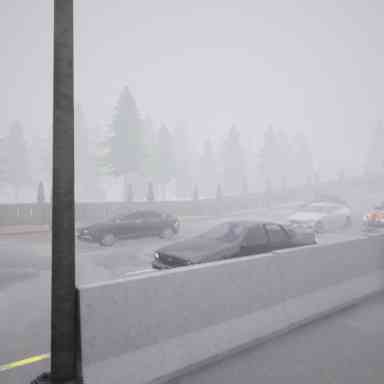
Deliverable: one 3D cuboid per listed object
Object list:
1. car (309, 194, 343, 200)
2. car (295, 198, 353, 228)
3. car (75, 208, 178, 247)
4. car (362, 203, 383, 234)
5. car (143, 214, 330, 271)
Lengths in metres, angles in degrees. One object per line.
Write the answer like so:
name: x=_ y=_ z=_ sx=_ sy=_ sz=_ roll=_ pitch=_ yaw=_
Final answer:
car: x=9.731 y=0.982 z=24.736 sx=4.902 sy=1.511 sz=2.128 roll=-5 pitch=3 yaw=-37
car: x=7.043 y=1.339 z=18.248 sx=4.674 sy=1.442 sz=1.812 roll=-3 pitch=2 yaw=-37
car: x=-2.801 y=1.507 z=15.115 sx=4.892 sy=1.490 sz=1.837 roll=0 pitch=0 yaw=-38
car: x=10.302 y=1.101 z=16.356 sx=4.553 sy=1.767 sz=2.097 roll=-3 pitch=2 yaw=-37
car: x=1.517 y=1.549 z=9.607 sx=5.357 sy=1.411 sz=2.033 roll=0 pitch=0 yaw=-38
